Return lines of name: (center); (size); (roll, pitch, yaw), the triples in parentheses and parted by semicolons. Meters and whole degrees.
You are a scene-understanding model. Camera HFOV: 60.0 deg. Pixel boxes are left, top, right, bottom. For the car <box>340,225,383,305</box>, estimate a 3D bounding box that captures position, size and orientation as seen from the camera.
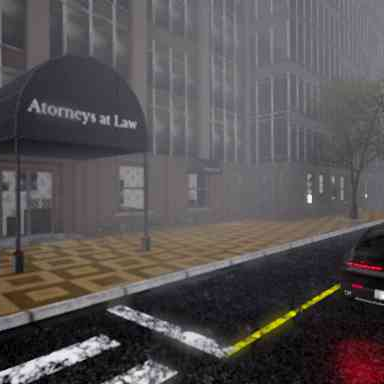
car: (4.827, 1.456, 7.295); (1.837, 1.490, 4.892); (0, 0, 43)
